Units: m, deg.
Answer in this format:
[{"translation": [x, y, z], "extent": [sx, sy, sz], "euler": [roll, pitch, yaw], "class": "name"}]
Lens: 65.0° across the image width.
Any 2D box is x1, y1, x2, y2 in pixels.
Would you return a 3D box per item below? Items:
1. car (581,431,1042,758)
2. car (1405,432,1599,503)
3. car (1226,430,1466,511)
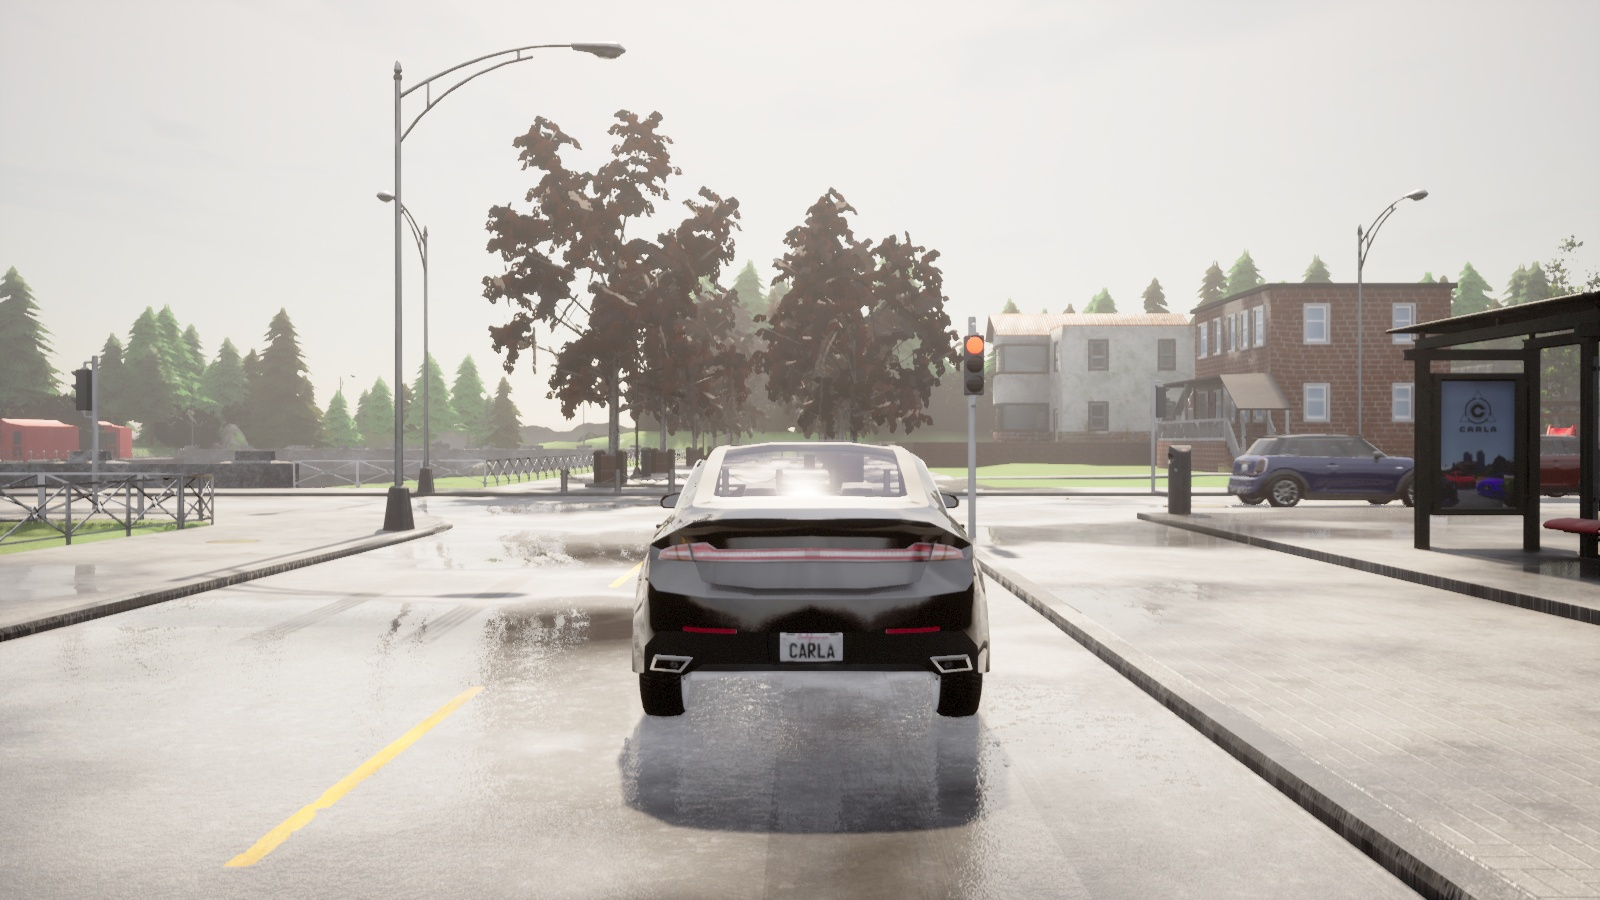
[{"translation": [0.062, 0.654, 8.254], "extent": [2.128, 1.511, 4.902], "euler": [0, 0, 0], "class": "car"}, {"translation": [18.483, 0.428, 32.601], "extent": [4.553, 1.767, 2.097], "euler": [0, 0, 1], "class": "car"}, {"translation": [12.366, 0.447, 28.659], "extent": [4.553, 1.767, 2.097], "euler": [0, 0, -1], "class": "car"}]
